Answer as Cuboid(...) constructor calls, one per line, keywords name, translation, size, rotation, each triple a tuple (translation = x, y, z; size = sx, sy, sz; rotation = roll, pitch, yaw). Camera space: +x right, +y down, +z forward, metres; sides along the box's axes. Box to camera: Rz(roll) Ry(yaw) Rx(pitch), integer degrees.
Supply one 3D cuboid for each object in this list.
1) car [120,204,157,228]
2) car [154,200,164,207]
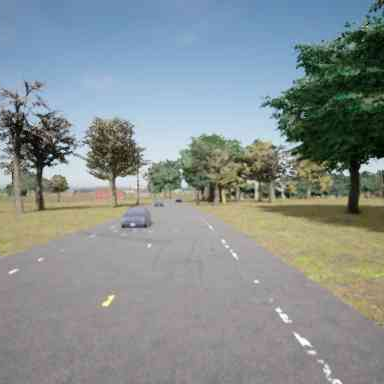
Cuboid(name="car", translation=(-4.068, 1.840, 25.011), size=(2.033, 1.411, 5.357), rotation=(0, -1, -2))
Cuboid(name="car", translation=(-6.491, 2.270, 65.866), size=(2.033, 1.411, 5.357), rotation=(0, -1, -5))
